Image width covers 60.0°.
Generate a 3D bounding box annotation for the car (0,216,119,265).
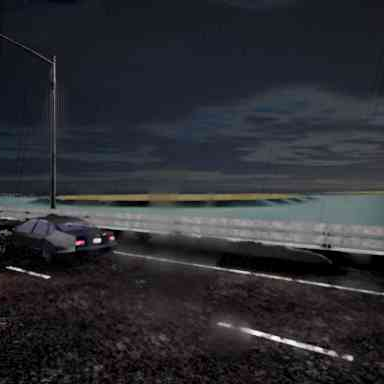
[{"bbox_3d":[-4.958,1.550,11.779,5.357,1.411,2.033,0,0,36],"label":"car"}]
